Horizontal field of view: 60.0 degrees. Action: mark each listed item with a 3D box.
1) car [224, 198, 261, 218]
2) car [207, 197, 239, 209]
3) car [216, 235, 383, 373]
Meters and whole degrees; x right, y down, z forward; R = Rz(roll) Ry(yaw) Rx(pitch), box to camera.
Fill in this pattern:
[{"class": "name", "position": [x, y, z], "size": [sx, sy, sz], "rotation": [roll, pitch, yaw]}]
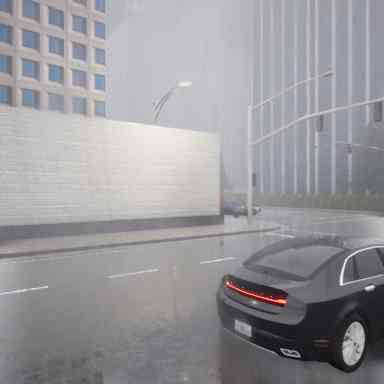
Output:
[{"class": "car", "position": [3.593, 1.603, 31.559], "size": [2.033, 1.411, 5.357], "rotation": [0, 0, -36]}, {"class": "car", "position": [4.481, 1.560, 48.725], "size": [1.837, 1.490, 4.892], "rotation": [0, 0, -36]}, {"class": "car", "position": [2.640, 1.505, 5.680], "size": [4.892, 1.490, 1.837], "rotation": [0, 0, -35]}]
